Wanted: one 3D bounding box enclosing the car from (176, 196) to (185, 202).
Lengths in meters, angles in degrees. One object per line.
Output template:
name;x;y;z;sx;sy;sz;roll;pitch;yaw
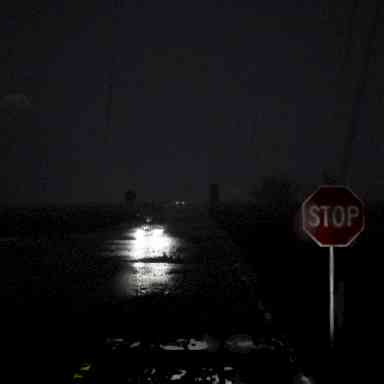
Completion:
car;-2.707;1.577;78.570;1.812;1.442;4.674;0;0;0

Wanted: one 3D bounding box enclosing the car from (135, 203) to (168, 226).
car;-2.738;1.514;23.301;2.128;1.511;4.902;0;0;0
